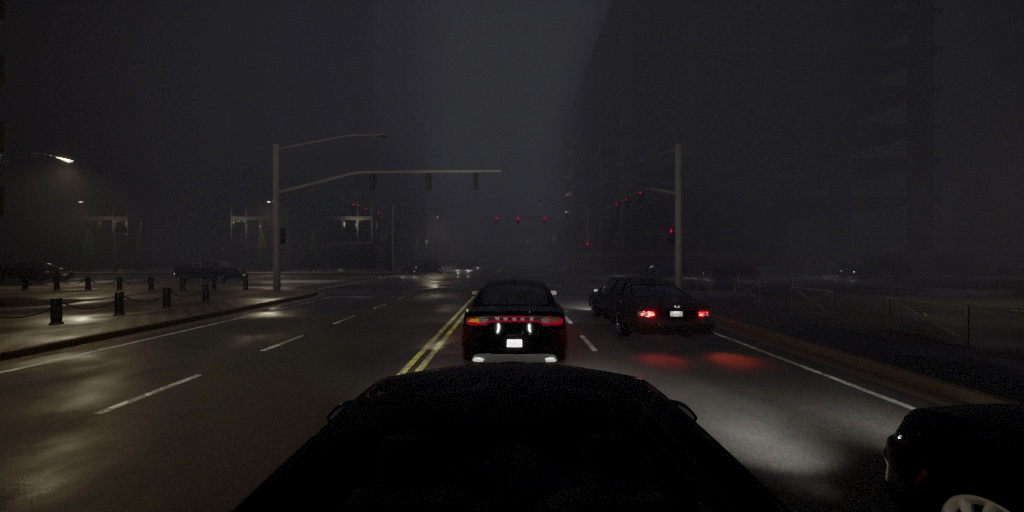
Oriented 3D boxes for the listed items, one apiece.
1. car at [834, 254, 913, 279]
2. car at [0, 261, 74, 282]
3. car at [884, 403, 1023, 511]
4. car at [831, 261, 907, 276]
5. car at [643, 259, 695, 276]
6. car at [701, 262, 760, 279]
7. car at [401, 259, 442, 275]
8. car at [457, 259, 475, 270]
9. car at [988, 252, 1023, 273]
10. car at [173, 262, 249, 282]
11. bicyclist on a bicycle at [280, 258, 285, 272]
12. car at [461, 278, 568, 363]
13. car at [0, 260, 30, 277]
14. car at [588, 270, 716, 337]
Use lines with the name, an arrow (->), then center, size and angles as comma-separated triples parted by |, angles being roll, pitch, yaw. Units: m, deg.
car -> 31.746, 0.907, 31.580 | 5.566, 2.045, 2.150 | -1, 0, 0
car -> -36.666, 1.186, 27.472 | 4.902, 1.511, 2.128 | 0, 0, 1
car -> 3.600, 1.255, 0.525 | 1.837, 1.490, 4.892 | 0, 0, 0
car -> 34.841, 1.242, 35.088 | 5.357, 1.411, 2.033 | 0, 0, 0
car -> 15.231, 1.047, 35.046 | 4.553, 1.767, 2.097 | 0, 0, 0
car -> 19.155, 1.220, 31.518 | 4.674, 1.442, 1.812 | 0, 0, 0
car -> -9.414, 1.077, 37.528 | 2.097, 1.767, 4.553 | 0, -1, 27
car -> -7.087, 1.275, 53.601 | 1.812, 1.442, 4.674 | 0, 0, 0
car -> 50.957, 0.574, 35.044 | 5.566, 2.045, 2.150 | 0, 0, 0
car -> -22.923, 1.186, 27.390 | 4.902, 1.511, 2.128 | 0, 0, 0
bicyclist on a bicycle -> -25.407, 0.995, 39.350 | 0.582, 1.620, 1.656 | 0, 0, 0
car -> 0.055, 1.228, 8.139 | 1.882, 1.535, 5.008 | 0, 0, 0
car -> -50.459, 1.172, 34.749 | 5.008, 1.535, 1.882 | 0, 0, 1
car -> 3.571, 1.297, 10.262 | 2.033, 1.411, 5.357 | 0, 0, 0
